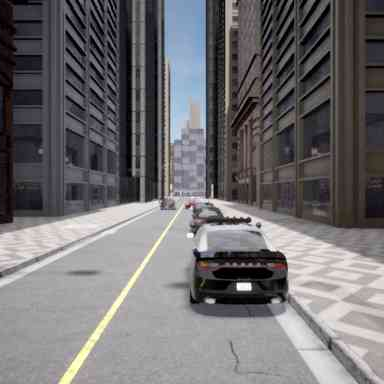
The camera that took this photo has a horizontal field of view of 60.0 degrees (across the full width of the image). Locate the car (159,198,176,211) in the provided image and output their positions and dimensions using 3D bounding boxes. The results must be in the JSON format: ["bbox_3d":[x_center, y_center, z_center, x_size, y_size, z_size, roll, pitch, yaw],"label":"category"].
[{"bbox_3d":[-3.007,1.539,41.658,1.837,1.490,4.892,0,0,0],"label":"car"}]

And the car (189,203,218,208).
[{"bbox_3d":[0.896,1.532,18.210,1.812,1.442,4.674,0,0,0],"label":"car"}]

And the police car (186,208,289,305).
[{"bbox_3d":[0.898,1.426,8.319,1.930,1.638,5.238,0,0,0],"label":"police car"}]

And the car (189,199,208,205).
[{"bbox_3d":[0.895,1.517,24.210,1.837,1.490,4.892,0,0,0],"label":"car"}]

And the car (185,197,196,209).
[{"bbox_3d":[0.028,1.642,45.964,1.895,1.301,4.718,0,0,0],"label":"car"}]

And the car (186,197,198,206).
[{"bbox_3d":[-0.009,1.636,58.988,1.994,1.385,4.181,0,0,0],"label":"car"}]
